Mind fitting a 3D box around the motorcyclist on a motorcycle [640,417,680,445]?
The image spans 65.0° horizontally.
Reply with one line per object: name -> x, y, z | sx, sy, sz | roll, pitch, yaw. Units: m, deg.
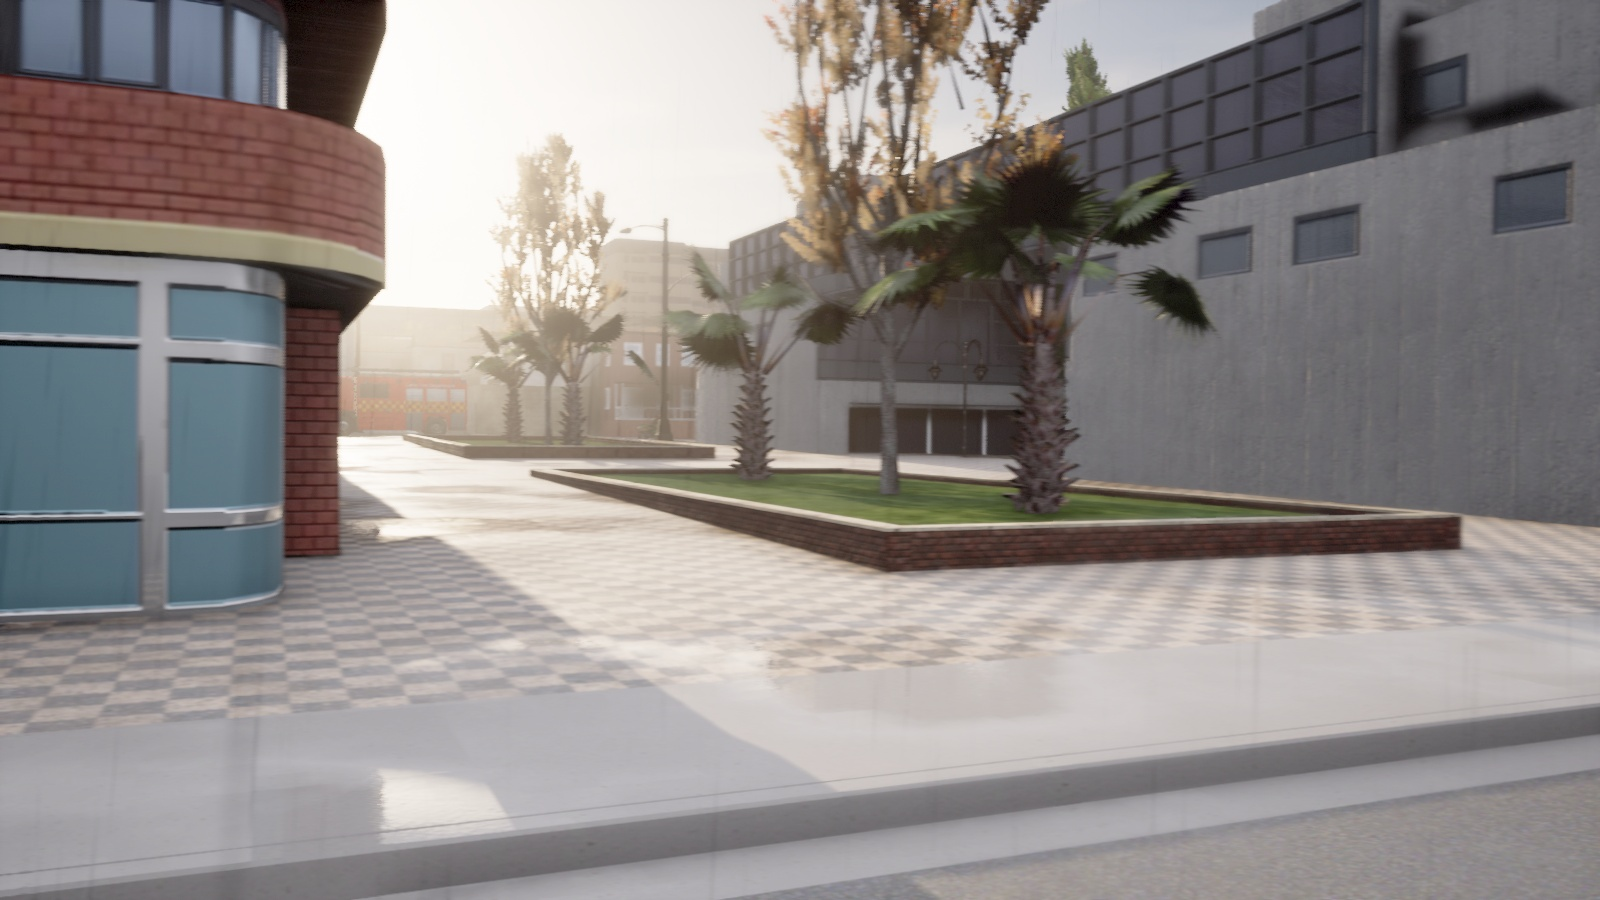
motorcyclist on a motorcycle -> -7.814, -1.039, 70.036 | 2.044, 1.523, 0.797 | 0, 1, -23

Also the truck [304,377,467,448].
truck -> -23.386, -2.132, 70.911 | 8.468, 3.827, 2.891 | -1, 1, -23
